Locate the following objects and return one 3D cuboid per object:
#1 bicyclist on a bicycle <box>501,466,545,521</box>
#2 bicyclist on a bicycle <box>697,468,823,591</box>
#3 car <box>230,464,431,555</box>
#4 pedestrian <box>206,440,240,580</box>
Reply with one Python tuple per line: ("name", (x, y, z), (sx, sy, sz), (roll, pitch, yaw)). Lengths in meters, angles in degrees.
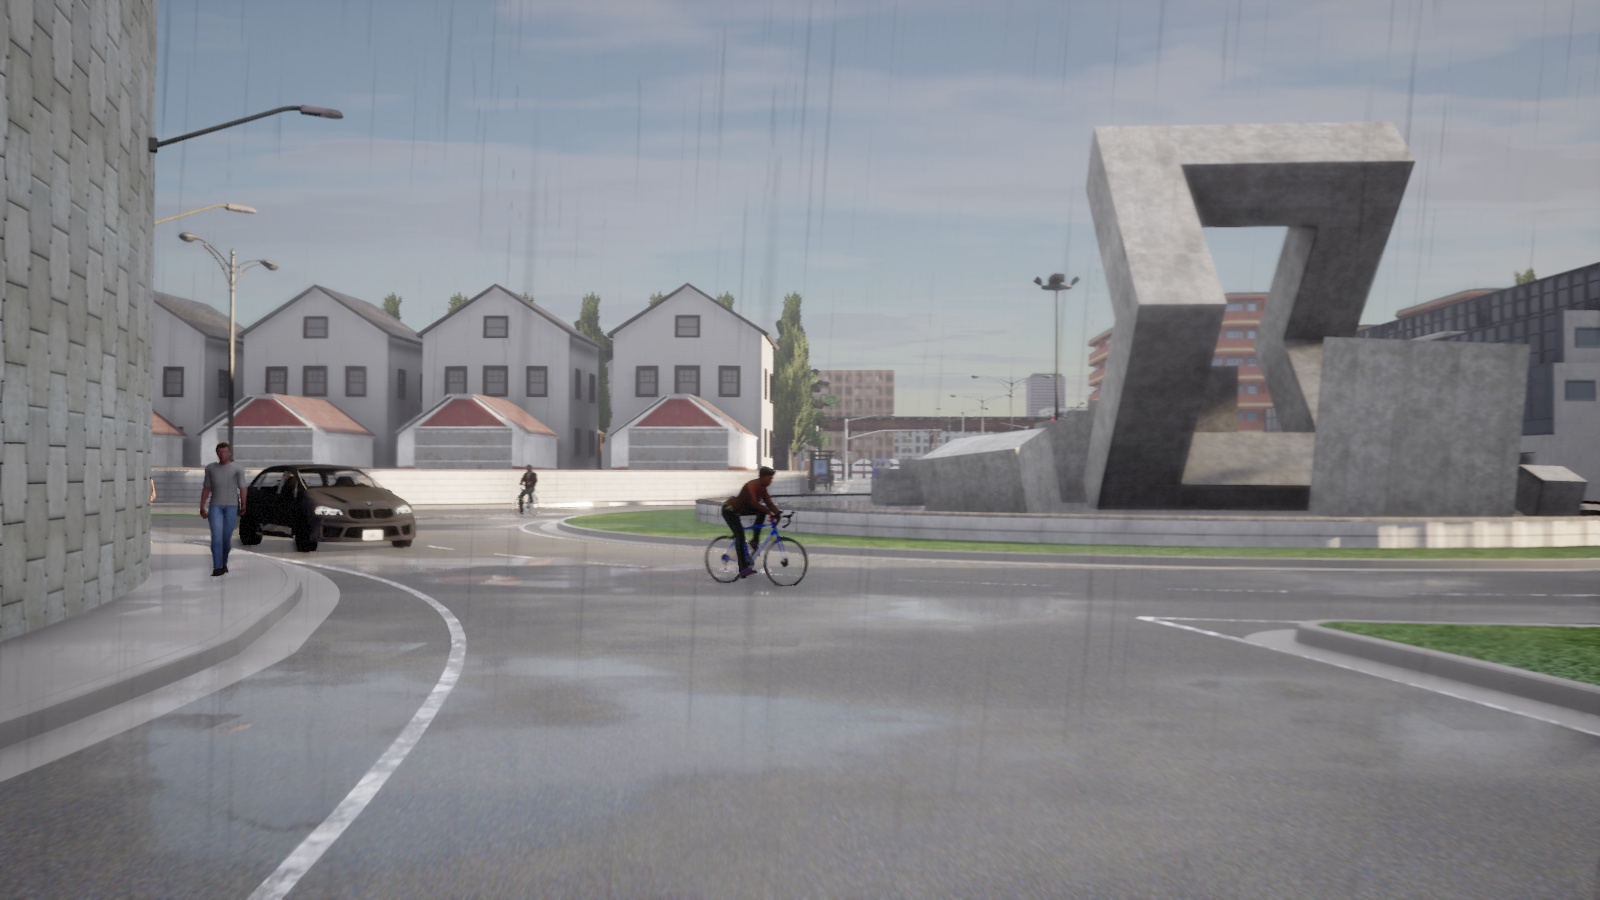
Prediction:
("bicyclist on a bicycle", (-9.148, 1.426, 41.562), (0.659, 1.776, 1.843), (0, -1, 13))
("bicyclist on a bicycle", (-0.562, 1.059, 17.238), (1.656, 1.620, 0.582), (0, -2, 29))
("car", (-9.602, 1.132, 25.462), (2.242, 1.667, 4.611), (1, -1, -43))
("pedestrian", (-7.730, 0.789, 16.838), (0.354, 1.836, 0.706), (0, -1, -19))
